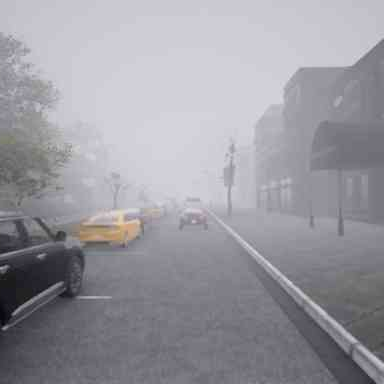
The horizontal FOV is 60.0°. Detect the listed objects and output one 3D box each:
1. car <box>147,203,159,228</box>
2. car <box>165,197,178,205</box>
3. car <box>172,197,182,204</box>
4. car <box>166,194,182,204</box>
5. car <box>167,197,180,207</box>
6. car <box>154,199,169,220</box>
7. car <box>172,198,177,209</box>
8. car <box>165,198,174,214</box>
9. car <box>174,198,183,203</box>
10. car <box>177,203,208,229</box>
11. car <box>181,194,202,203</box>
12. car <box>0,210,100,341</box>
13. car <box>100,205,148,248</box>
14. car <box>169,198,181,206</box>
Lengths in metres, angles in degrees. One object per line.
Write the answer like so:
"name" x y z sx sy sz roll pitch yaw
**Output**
"car" -3.649 1.681 21.109 2.097 1.535 5.008 0 0 2
"car" -3.647 1.929 48.840 2.097 1.535 5.008 0 0 2
"car" -3.638 2.153 82.298 1.946 1.575 5.366 0 0 2
"car" -3.645 1.732 57.795 2.435 2.045 5.566 0 -1 2
"car" -3.647 1.923 65.447 2.185 1.767 4.553 0 0 2
"car" -3.641 1.772 31.362 1.946 1.575 5.366 0 0 2
"car" -3.647 1.899 43.299 2.231 1.521 4.892 0 -1 2
"car" -3.648 1.847 37.743 2.097 1.535 5.008 0 0 2
"car" -3.644 2.222 88.434 2.002 1.452 4.674 0 0 2
"car" 0.103 1.725 23.191 1.812 1.442 4.674 0 -1 0
"car" 0.092 1.583 40.767 2.150 2.045 5.566 0 0 0
"car" -3.651 1.315 5.680 2.435 2.045 5.566 0 0 1
"car" -3.649 1.620 15.562 2.097 1.535 5.008 0 0 2
"car" -3.657 2.144 71.050 2.163 1.488 4.792 -1 0 2
